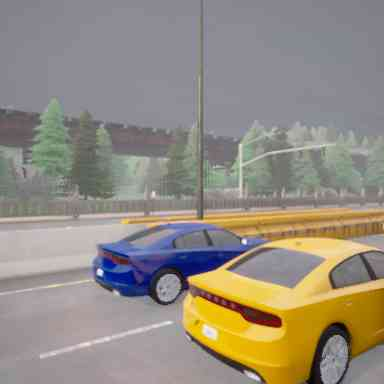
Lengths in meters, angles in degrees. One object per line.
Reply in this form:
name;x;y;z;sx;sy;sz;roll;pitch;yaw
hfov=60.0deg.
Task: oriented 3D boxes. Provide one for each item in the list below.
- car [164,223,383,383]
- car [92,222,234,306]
car;2.224;1.484;5.340;5.008;1.535;1.882;0;0;-36
car;0.158;1.484;8.164;5.008;1.535;1.882;0;0;-36
